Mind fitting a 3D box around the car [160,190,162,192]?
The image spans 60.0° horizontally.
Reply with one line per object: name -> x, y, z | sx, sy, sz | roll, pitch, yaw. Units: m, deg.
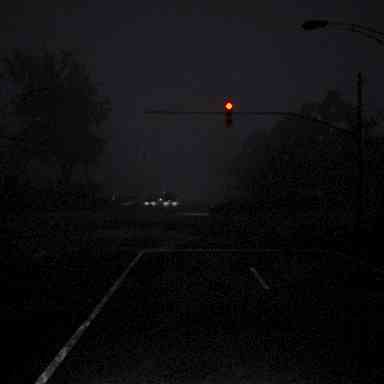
car -> -7.904, 0.700, 75.865 | 2.097, 1.767, 4.553 | 0, 1, -3

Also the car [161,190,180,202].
car -> -3.908, 0.760, 60.939 | 2.150, 2.045, 5.566 | 0, 1, -1

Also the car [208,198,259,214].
car -> 3.853, 1.321, 31.047 | 4.674, 1.442, 1.812 | 0, 0, -3

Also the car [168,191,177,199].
car -> -4.423, 0.695, 76.278 | 2.097, 1.767, 4.553 | 0, 1, -3

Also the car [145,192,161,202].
car -> -7.393, 1.093, 60.368 | 2.033, 1.411, 5.357 | 0, 1, 0
